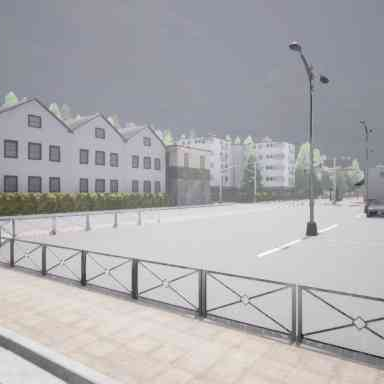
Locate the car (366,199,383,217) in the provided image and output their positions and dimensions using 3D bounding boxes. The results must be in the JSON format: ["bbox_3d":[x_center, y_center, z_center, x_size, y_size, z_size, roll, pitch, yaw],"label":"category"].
[{"bbox_3d":[15.380,1.298,26.835,2.007,1.523,4.514,0,0,35],"label":"car"}]
